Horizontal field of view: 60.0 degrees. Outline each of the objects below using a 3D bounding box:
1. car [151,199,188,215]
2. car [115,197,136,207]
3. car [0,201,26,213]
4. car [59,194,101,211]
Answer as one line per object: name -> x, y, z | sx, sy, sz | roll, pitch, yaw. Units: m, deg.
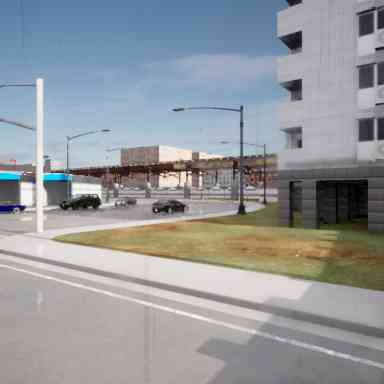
car -> -2.229, 1.505, 34.475 | 1.837, 1.490, 4.892 | 0, 0, 31
car -> -10.291, 1.492, 51.660 | 2.128, 1.511, 4.902 | 0, 0, 14
car -> -19.701, 1.601, 33.931 | 1.895, 1.301, 4.718 | 0, 0, 37
car -> -14.060, 1.221, 42.249 | 2.150, 2.045, 5.566 | 0, 0, 29
